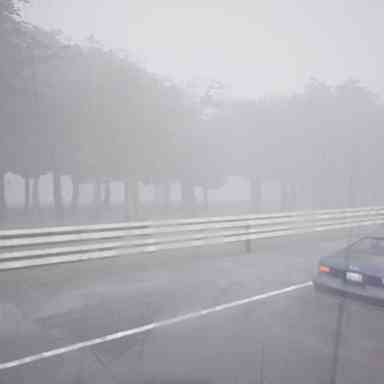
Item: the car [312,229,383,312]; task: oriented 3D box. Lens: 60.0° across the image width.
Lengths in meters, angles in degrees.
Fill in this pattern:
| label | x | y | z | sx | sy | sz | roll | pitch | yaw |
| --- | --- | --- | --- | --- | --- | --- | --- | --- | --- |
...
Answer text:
| label | x | y | z | sx | sy | sz | roll | pitch | yaw |
| --- | --- | --- | --- | --- | --- | --- | --- | --- | --- |
| car | 4.872 | 1.509 | 7.247 | 5.357 | 1.411 | 2.033 | 0 | 0 | -35 |
